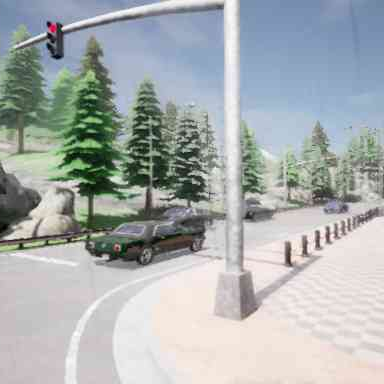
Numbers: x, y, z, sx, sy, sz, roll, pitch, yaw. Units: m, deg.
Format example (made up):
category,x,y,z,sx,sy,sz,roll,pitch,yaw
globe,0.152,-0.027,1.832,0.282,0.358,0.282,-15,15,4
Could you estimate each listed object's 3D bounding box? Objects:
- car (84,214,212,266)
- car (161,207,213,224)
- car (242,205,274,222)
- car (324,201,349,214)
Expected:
category,x,y,z,sx,sy,sz,roll,pitch,yaw
car,-1.420,1.721,12.164,1.895,1.301,4.718,-1,0,35
car,-0.587,1.657,19.696,2.128,1.511,4.902,-1,0,35
car,5.223,1.770,28.049,1.895,1.301,4.718,-1,-1,35
car,16.532,1.676,38.048,2.033,1.411,5.357,-1,-1,35
